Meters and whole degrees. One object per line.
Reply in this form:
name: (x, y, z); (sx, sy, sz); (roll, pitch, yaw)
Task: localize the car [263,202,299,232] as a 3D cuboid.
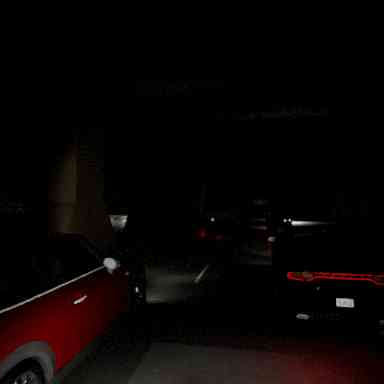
car: (4.782, 1.506, 17.110); (1.837, 1.490, 4.892); (0, 0, 12)

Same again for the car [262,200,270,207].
car: (6.000, 1.527, 22.985); (1.812, 1.442, 4.674); (0, 0, 12)

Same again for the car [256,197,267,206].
car: (11.814, 1.528, 56.765); (1.812, 1.442, 4.674); (0, 0, 12)

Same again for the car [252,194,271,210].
car: (9.035, 1.223, 43.224); (2.150, 2.045, 5.566); (0, 0, 13)

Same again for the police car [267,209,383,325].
police car: (2.776, 1.426, 7.426); (1.930, 1.638, 5.238); (0, 0, 12)

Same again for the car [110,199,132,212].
car: (-6.929, 1.480, 35.254); (1.882, 1.535, 5.008); (0, 0, 12)

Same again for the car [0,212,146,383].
car: (-2.219, 1.351, 4.686); (2.097, 1.767, 4.553); (0, 0, 10)

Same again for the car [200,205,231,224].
car: (1.893, 1.602, 25.093); (1.895, 1.301, 4.718); (0, 0, 12)

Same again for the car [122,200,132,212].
car: (-4.350, 1.603, 30.454); (1.895, 1.301, 4.718); (0, 0, 12)
